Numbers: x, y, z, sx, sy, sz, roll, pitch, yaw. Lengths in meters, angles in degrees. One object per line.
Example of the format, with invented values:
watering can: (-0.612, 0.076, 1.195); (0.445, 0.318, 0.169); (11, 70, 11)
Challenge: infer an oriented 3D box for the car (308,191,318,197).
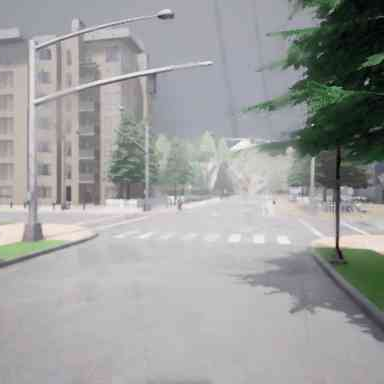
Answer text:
car: (31.340, 0.795, 87.932); (1.845, 1.501, 3.633); (0, 0, 13)
